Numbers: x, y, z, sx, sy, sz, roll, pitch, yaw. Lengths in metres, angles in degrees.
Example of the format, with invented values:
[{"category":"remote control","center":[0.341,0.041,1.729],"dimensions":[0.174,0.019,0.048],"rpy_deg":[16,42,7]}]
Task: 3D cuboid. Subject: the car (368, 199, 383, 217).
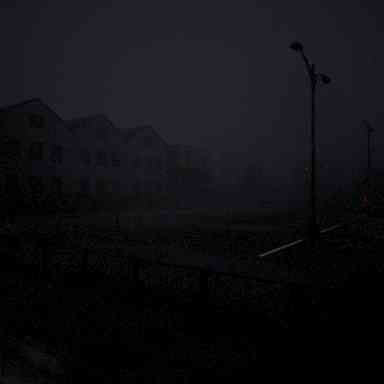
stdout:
[{"category":"car","center":[15.494,1.297,26.768],"dimensions":[2.007,1.523,4.514],"rpy_deg":[0,0,35]}]
